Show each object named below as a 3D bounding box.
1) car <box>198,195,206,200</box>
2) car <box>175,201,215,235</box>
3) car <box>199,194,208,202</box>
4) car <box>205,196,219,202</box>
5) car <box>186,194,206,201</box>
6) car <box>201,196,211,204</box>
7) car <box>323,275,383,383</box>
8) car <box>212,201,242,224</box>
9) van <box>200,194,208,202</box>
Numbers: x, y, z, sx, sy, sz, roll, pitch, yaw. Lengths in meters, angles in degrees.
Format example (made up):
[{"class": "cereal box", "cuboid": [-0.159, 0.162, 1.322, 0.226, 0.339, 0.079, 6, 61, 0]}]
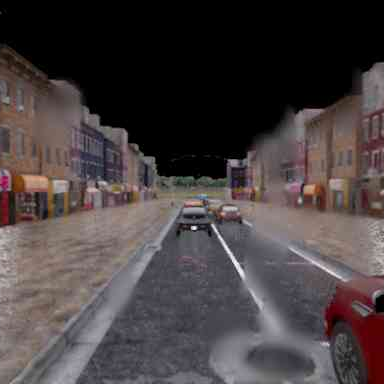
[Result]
[{"class": "car", "cuboid": [2.633, 1.518, 90.577, 1.947, 1.339, 4.313, -1, 0, 0]}, {"class": "car", "cuboid": [0.103, 1.491, 18.616, 1.837, 1.490, 4.892, 0, 0, 0]}, {"class": "car", "cuboid": [2.629, 1.396, 79.512, 1.967, 1.590, 4.097, -1, 0, 0]}, {"class": "car", "cuboid": [2.626, 1.501, 35.422, 1.752, 1.417, 4.829, -1, 0, 0]}, {"class": "car", "cuboid": [0.105, 1.327, 36.169, 2.097, 1.767, 4.553, 0, 0, 0]}, {"class": "car", "cuboid": [2.630, 1.545, 62.914, 1.802, 1.307, 4.206, -1, 0, 0]}, {"class": "car", "cuboid": [2.617, 1.314, 2.057, 2.192, 1.841, 5.009, -1, 0, 0]}, {"class": "car", "cuboid": [2.626, 1.565, 24.187, 1.802, 1.307, 4.206, -1, 0, 0]}, {"class": "van", "cuboid": [2.626, 1.299, 73.979, 1.690, 1.788, 3.998, -1, 0, 0]}]
